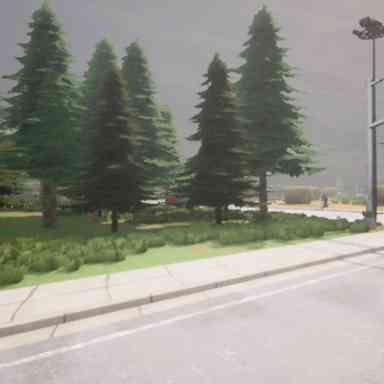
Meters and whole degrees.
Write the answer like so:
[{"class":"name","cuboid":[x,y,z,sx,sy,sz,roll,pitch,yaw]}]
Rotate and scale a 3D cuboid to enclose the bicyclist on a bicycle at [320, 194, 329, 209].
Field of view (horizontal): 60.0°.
[{"class":"bicyclist on a bicycle","cuboid":[14.729,1.067,36.931,1.656,1.620,0.582,-1,1,-35]}]
